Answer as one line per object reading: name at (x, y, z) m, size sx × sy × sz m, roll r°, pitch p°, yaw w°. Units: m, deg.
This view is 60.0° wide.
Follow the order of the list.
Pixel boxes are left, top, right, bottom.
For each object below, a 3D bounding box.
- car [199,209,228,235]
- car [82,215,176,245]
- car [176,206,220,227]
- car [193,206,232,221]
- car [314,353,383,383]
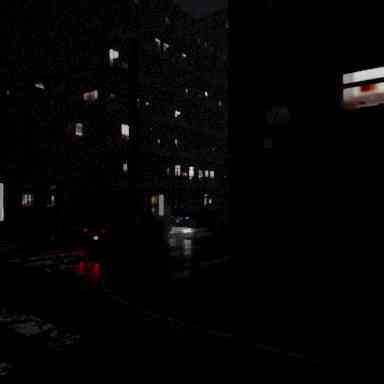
car at (2.644, 1.929, 20.518) m, size 2.008 × 1.369 × 4.403 m, roll -2°, pitch -2°, yaw 36°
car at (-3.157, 1.870, 17.217) m, size 1.895 × 1.301 × 4.718 m, roll 0°, pitch -1°, yaw 36°
car at (0.238, 1.994, 27.308) m, size 1.812 × 1.442 × 4.674 m, roll 0°, pitch -1°, yaw 36°
car at (2.204, 2.166, 34.785) m, size 2.008 × 1.369 × 4.403 m, roll -1°, pitch -2°, yaw 36°
car at (2.314, 1.440, 1.222) m, size 4.097 × 1.590 × 1.967 m, roll 0°, pitch 0°, yaw 36°
